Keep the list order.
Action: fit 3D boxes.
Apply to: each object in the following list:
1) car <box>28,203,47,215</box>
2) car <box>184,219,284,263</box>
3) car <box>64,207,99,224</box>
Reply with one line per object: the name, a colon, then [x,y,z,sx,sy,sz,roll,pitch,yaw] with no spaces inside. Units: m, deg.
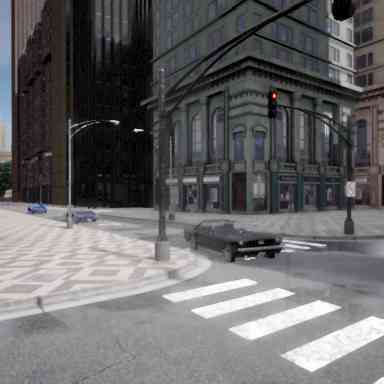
car: [-22.195,2.361,47.603,1.882,1.535,5.008,0,-1,-35]
car: [1.385,1.754,12.875,1.895,1.301,4.718,0,-1,-24]
car: [-10.329,2.069,30.696,2.033,1.411,5.357,0,-1,-35]
